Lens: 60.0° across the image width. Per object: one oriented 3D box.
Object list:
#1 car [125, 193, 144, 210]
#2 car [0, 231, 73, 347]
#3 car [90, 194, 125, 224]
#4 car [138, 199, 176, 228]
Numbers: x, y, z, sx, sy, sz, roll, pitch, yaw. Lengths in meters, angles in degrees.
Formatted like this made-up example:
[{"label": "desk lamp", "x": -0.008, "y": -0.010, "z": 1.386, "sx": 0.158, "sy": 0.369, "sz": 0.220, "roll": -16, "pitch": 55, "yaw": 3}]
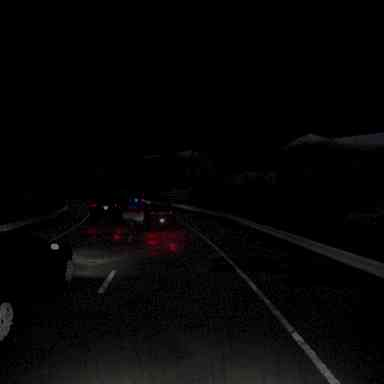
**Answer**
[{"label": "car", "x": -7.313, "y": 1.093, "z": 40.664, "sx": 2.150, "sy": 2.045, "sz": 5.566, "roll": 0, "pitch": 0, "yaw": -20}, {"label": "car", "x": -3.739, "y": 1.462, "z": 6.189, "sx": 1.882, "sy": 1.535, "sz": 5.008, "roll": 0, "pitch": 0, "yaw": -3}, {"label": "car", "x": -6.311, "y": 1.148, "z": 24.707, "sx": 2.150, "sy": 2.045, "sz": 5.566, "roll": 0, "pitch": 0, "yaw": -12}, {"label": "car", "x": -2.157, "y": 1.422, "z": 21.539, "sx": 2.128, "sy": 1.511, "sz": 4.902, "roll": 0, "pitch": 0, "yaw": -10}]
